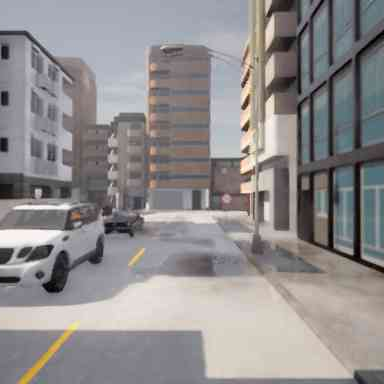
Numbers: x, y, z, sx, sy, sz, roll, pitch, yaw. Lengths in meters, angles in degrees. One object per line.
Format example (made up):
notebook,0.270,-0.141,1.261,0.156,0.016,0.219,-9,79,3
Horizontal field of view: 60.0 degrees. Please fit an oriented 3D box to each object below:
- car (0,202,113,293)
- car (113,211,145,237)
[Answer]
car,-4.085,1.323,9.517,2.150,2.045,5.566,0,-1,0
car,-4.050,1.815,19.723,1.895,1.301,4.718,0,-1,0
